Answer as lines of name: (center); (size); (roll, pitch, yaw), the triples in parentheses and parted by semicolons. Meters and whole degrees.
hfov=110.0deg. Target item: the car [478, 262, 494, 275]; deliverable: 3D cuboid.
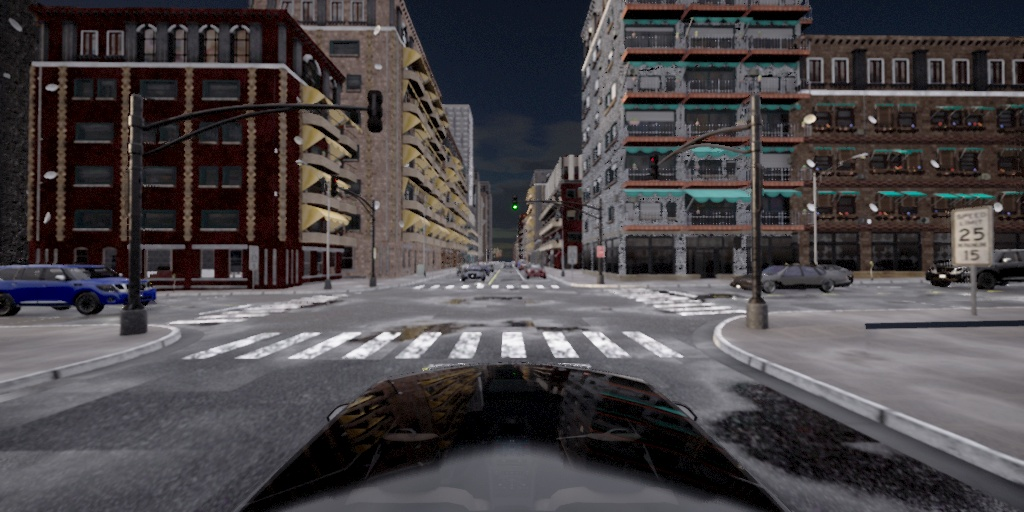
car: (-3.535, 1.699, 42.762); (1.895, 1.301, 4.718); (0, 0, -1)

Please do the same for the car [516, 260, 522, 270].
car: (2.084, 1.811, 58.067); (1.802, 1.307, 4.207); (0, 0, -1)

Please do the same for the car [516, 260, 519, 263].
car: (2.024, 1.860, 63.601); (1.802, 1.307, 4.207); (0, 0, -1)

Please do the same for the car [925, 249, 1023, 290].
car: (25.611, 0.672, 19.079); (5.566, 2.045, 2.150); (-1, -1, -1)

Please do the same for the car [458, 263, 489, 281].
car: (-3.428, 1.578, 32.869); (1.994, 1.385, 4.181); (0, 0, -1)

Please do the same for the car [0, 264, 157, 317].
car: (-18.569, 1.360, 15.174); (5.566, 2.045, 2.150); (-1, -1, -1)

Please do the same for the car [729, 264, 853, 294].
car: (14.557, 1.180, 18.901); (5.357, 1.411, 2.033); (-1, -1, -1)

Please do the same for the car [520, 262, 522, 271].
car: (2.266, 1.636, 41.466); (2.007, 1.370, 4.403); (0, 0, -1)

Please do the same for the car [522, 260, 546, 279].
car: (2.327, 1.478, 35.932); (1.967, 1.591, 4.097); (0, 0, -1)

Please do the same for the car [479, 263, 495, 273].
car: (-3.637, 1.749, 52.811); (1.994, 1.385, 4.181); (0, 0, 0)
